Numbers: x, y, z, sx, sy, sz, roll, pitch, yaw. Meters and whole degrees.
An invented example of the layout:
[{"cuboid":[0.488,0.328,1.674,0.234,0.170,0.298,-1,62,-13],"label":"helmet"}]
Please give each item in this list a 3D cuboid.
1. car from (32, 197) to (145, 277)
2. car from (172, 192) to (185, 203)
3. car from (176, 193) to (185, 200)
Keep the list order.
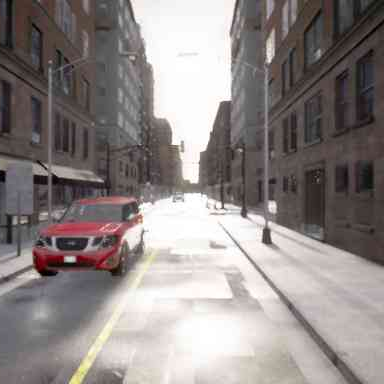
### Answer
[{"cuboid":[-2.837,1.203,10.515,2.150,2.045,5.566,0,0,0],"label":"car"},{"cuboid":[-2.731,1.066,67.538,2.150,2.045,5.566,0,0,0],"label":"car"},{"cuboid":[-2.726,1.059,83.131,2.097,1.767,4.553,0,0,0],"label":"car"}]
